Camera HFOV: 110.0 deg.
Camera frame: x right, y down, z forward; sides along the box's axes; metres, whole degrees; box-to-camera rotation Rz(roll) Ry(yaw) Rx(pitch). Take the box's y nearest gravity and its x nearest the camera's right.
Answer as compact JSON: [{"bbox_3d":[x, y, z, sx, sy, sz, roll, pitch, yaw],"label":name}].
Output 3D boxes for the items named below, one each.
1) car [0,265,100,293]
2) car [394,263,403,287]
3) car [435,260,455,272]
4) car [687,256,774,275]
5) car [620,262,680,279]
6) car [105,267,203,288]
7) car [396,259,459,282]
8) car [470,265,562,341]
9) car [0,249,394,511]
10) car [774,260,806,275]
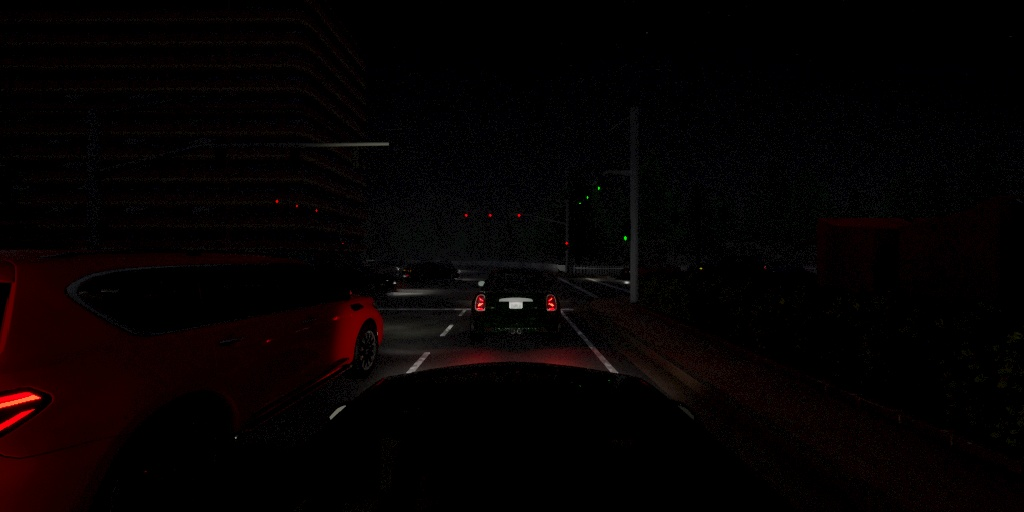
[{"bbox_3d":[-27.274,1.310,20.698,4.892,1.490,1.837,0,0,0],"label":"car"},{"bbox_3d":[-9.148,1.305,20.542,4.892,1.490,1.837,0,0,1],"label":"car"},{"bbox_3d":[-8.954,1.297,47.603,2.033,1.411,5.357,0,0,-18],"label":"car"},{"bbox_3d":[16.389,1.027,27.529,5.566,2.045,2.150,0,0,0],"label":"car"},{"bbox_3d":[11.964,1.283,31.066,5.008,1.535,1.882,0,0,0],"label":"car"},{"bbox_3d":[-24.002,1.406,24.170,4.718,1.301,1.895,0,0,0],"label":"car"},{"bbox_3d":[-6.591,1.289,29.292,1.837,1.490,4.892,3,2,44],"label":"car"},{"bbox_3d":[0.096,1.102,9.993,2.097,1.767,4.553,0,0,0],"label":"car"},{"bbox_3d":[-3.434,0.971,4.156,2.150,2.045,5.566,0,0,1],"label":"car"},{"bbox_3d":[22.520,1.158,30.975,4.553,1.767,2.097,0,0,0],"label":"car"}]
